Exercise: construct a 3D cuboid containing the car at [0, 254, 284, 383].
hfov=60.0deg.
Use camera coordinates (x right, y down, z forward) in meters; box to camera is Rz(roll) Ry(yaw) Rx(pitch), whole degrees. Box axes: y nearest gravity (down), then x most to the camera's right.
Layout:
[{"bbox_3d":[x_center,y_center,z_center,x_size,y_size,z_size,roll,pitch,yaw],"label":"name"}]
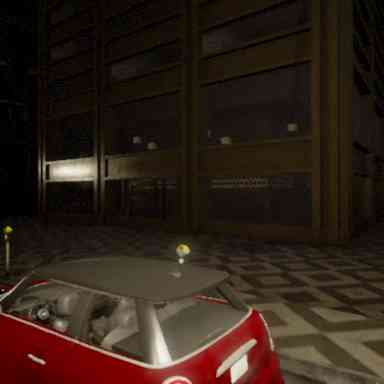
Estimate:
[{"bbox_3d":[-1.198,1.465,3.814,4.097,1.590,1.967,-1,0,35],"label":"car"}]
